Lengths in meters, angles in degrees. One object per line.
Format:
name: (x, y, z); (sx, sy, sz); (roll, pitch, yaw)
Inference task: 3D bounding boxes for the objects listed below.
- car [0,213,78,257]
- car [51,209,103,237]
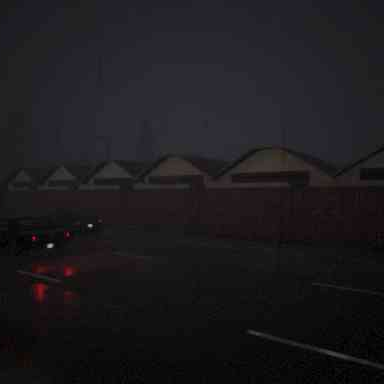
car: (-6.865, 1.632, 13.170); (4.718, 1.301, 1.895); (0, 0, 36)
car: (-6.556, 1.600, 17.256); (4.181, 1.385, 1.994); (0, 0, 36)
